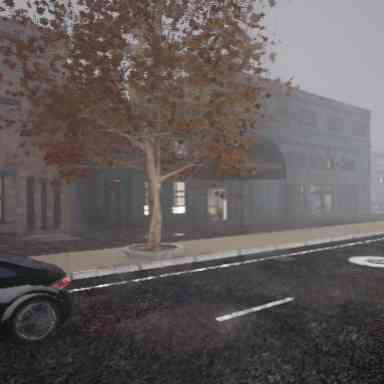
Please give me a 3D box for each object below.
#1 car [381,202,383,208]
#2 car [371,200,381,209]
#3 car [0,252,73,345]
[{"bbox_3d":[29.025,2.083,45.695,1.947,1.339,4.313,-1,0,-36],"label":"car"},{"bbox_3d":[30.922,2.125,57.455,2.008,1.369,4.403,-1,0,-36],"label":"car"},{"bbox_3d":[-3.974,1.562,4.852,4.181,1.385,1.994,0,0,-36],"label":"car"}]
